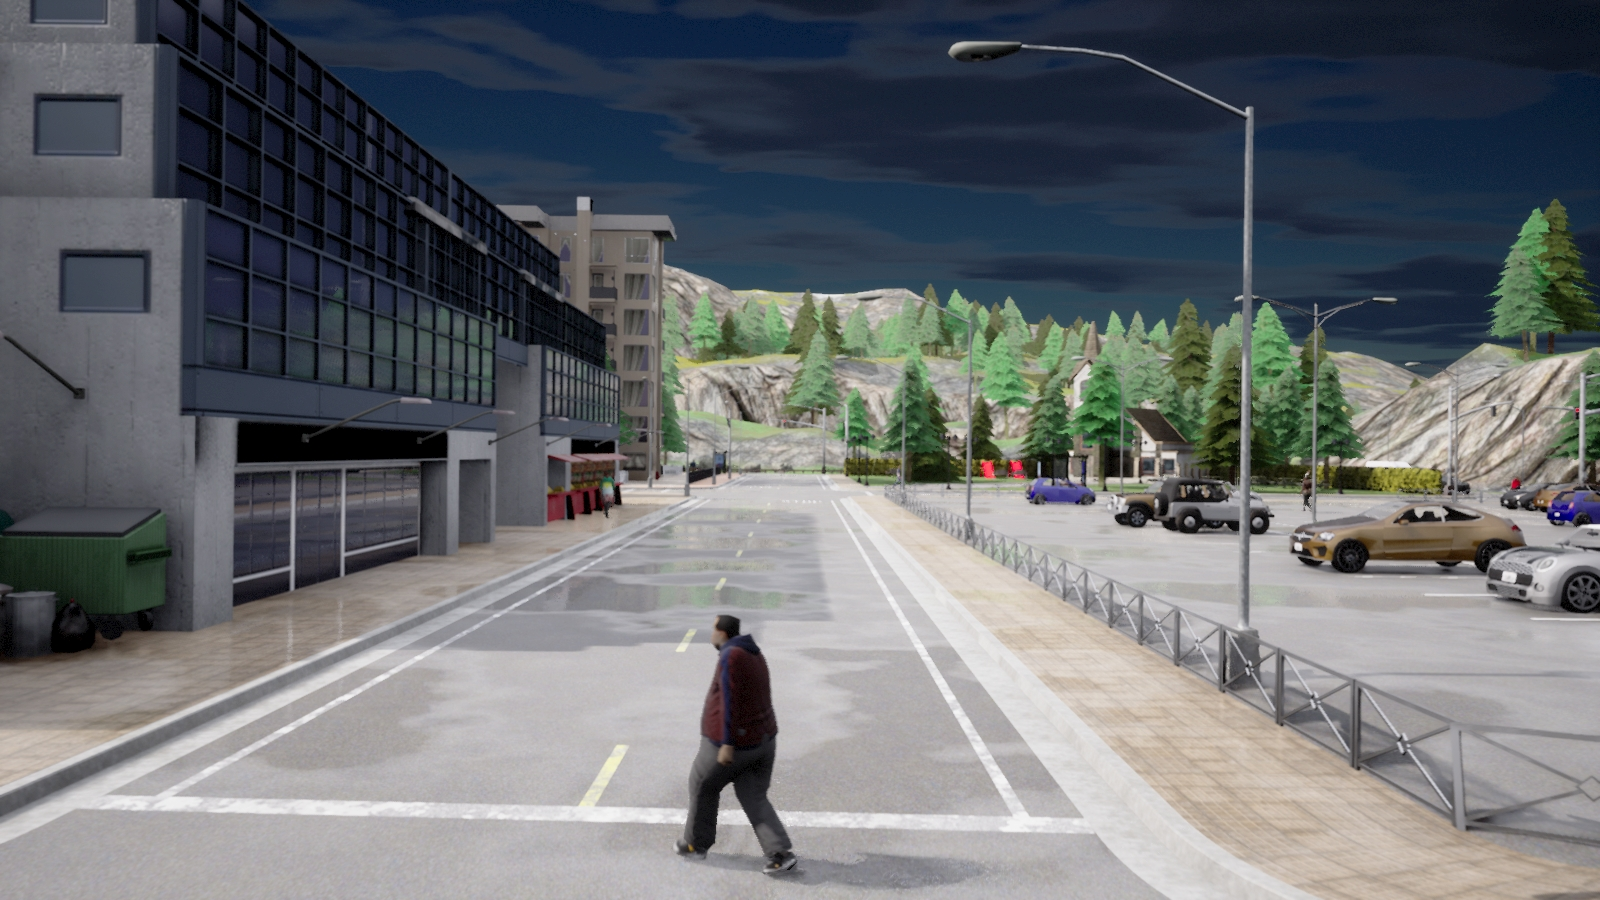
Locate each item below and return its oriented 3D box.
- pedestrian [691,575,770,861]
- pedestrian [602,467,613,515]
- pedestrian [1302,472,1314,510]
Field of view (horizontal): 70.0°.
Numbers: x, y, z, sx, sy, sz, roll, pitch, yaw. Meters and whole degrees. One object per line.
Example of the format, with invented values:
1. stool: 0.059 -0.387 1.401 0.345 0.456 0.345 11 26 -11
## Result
1. pedestrian: -0.481 1.824 7.921 0.375 1.860 0.375 1 0 30
2. pedestrian: -7.521 1.598 44.643 0.375 1.860 0.375 1 0 -2
3. pedestrian: 24.621 1.984 55.397 0.375 1.860 0.375 1 0 -7
